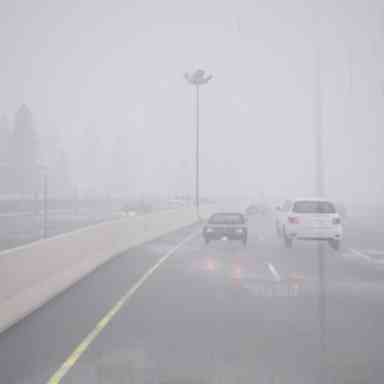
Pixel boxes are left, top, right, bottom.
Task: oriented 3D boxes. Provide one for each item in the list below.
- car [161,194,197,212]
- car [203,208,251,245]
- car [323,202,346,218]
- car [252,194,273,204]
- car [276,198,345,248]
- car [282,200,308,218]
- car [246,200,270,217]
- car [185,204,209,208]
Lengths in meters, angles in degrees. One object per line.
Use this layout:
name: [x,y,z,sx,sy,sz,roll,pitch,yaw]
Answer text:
car: [-1.518,1.321,41.458,2.150,2.045,5.566,0,0,24]
car: [1.747,1.648,15.998,1.895,1.301,4.718,0,0,10]
car: [13.776,1.729,32.339,1.895,1.301,4.718,0,0,22]
car: [15.744,1.462,73.875,2.150,2.045,5.566,0,0,41]
car: [5.162,1.278,15.259,2.150,2.045,5.566,0,0,10]
car: [10.233,1.609,32.790,2.128,1.511,4.902,0,0,21]
car: [6.574,1.632,33.037,1.812,1.442,4.674,0,0,21]
car: [1.272,1.456,38.988,2.097,1.767,4.553,0,0,23]
